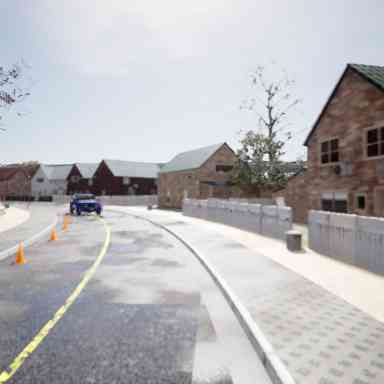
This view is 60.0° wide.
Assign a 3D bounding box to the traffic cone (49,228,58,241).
[{"bbox_3d":[-6.423,1.953,15.416,0.340,0.580,0.340,0,0,-13],"label":"traffic cone"}]

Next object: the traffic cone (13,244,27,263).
[{"bbox_3d":[-5.508,1.959,10.665,0.340,0.580,0.340,0,0,-9],"label":"traffic cone"}]

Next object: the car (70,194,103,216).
[{"bbox_3d":[-10.447,1.205,32.567,2.150,2.045,5.566,0,0,-30],"label":"car"}]

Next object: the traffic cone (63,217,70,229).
[{"bbox_3d":[-7.644,1.947,20.099,0.340,0.580,0.340,0,0,-17],"label":"traffic cone"}]
